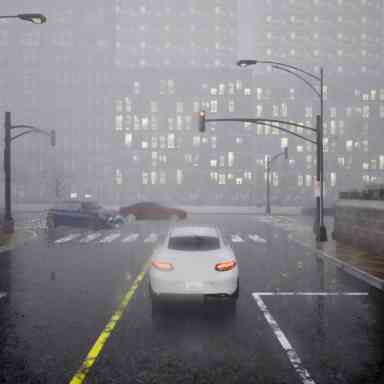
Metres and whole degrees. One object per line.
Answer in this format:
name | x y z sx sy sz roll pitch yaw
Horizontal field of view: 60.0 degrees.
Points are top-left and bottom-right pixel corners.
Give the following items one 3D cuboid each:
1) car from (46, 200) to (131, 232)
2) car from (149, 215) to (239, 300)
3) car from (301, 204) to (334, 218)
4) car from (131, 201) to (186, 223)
car | -6.213 1.283 19.442 4.553 1.767 2.097 1 1 24
car | 0.056 1.525 8.281 1.812 1.442 4.674 0 0 0
car | 12.920 1.786 31.642 4.718 1.301 1.895 1 0 -1
car | -2.900 1.454 24.655 5.008 1.535 1.882 1 0 -1
